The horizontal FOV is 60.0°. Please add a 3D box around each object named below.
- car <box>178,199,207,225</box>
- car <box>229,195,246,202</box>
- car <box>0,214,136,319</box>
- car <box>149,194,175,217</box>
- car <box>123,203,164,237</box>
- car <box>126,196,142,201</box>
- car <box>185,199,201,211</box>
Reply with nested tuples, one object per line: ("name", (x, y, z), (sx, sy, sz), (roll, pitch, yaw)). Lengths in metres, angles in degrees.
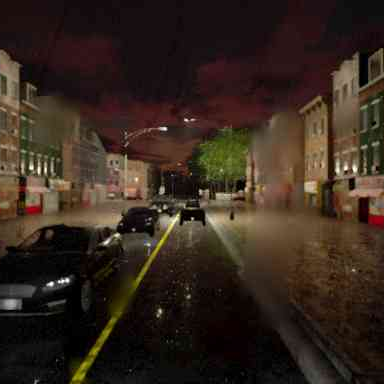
("car", (0.056, 1.536, 24.712), (1.837, 1.490, 4.892), (0, 0, 0))
("car", (11.722, 1.599, 82.802), (5.009, 1.841, 2.192), (1, -1, 0))
("car", (-2.844, 1.499, 7.659), (2.128, 1.511, 4.902), (0, 0, 0))
("car", (-2.808, 1.258, 31.689), (2.150, 2.045, 5.566), (0, 0, 0))
("car", (-2.797, 1.547, 18.378), (1.812, 1.442, 4.674), (0, 0, 0))
("car", (-14.709, 1.544, 82.891), (4.507, 1.381, 1.887), (1, -1, 0))
("car", (0.088, 1.621, 43.271), (1.994, 1.385, 4.181), (0, 0, 0))
